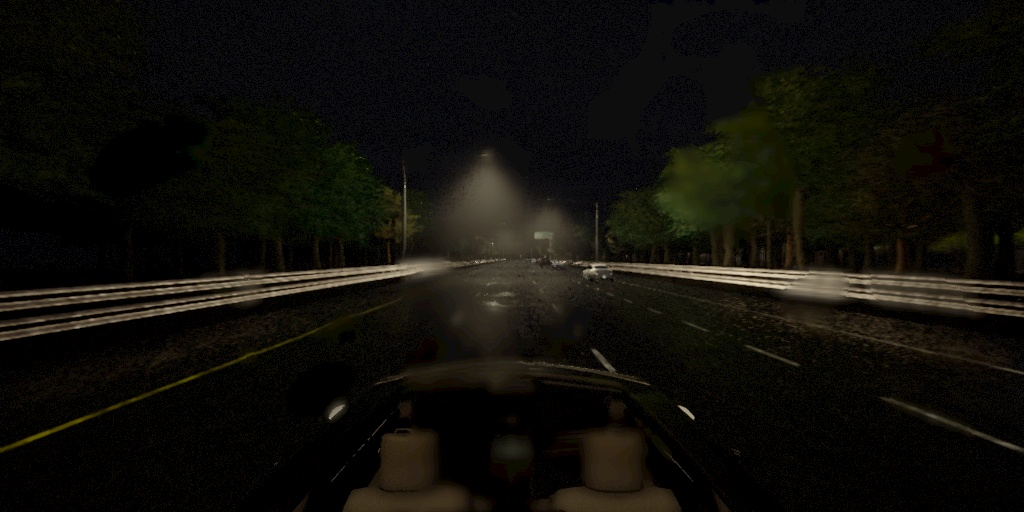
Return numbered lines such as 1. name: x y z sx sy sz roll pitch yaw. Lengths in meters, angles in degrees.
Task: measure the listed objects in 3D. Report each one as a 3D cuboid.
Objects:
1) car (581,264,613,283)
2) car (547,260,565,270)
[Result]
1. car: 7.028 1.379 29.611 1.812 1.442 4.674 0 0 0
2. car: 7.138 1.597 56.685 1.895 1.301 4.718 0 0 0
